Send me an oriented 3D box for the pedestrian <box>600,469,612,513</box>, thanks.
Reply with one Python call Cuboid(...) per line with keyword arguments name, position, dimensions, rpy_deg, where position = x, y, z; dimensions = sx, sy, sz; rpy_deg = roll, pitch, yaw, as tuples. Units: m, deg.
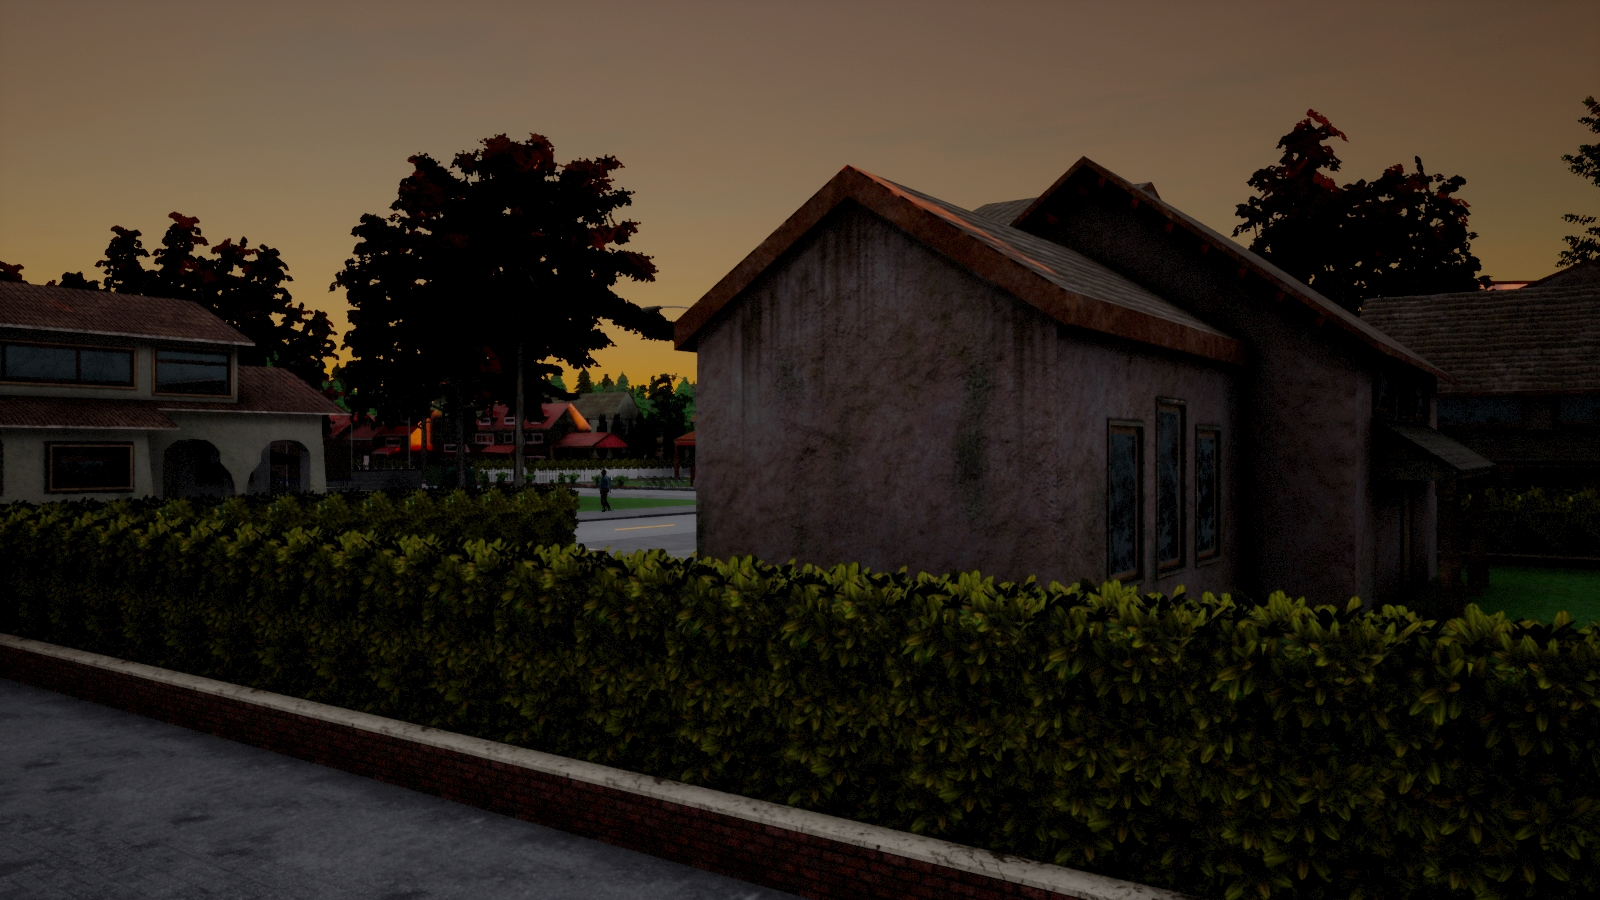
Cuboid(name="pedestrian", position=(-8.298, 1.733, 48.902), dimensions=(0.375, 1.860, 0.375), rpy_deg=(0, 0, 31))
